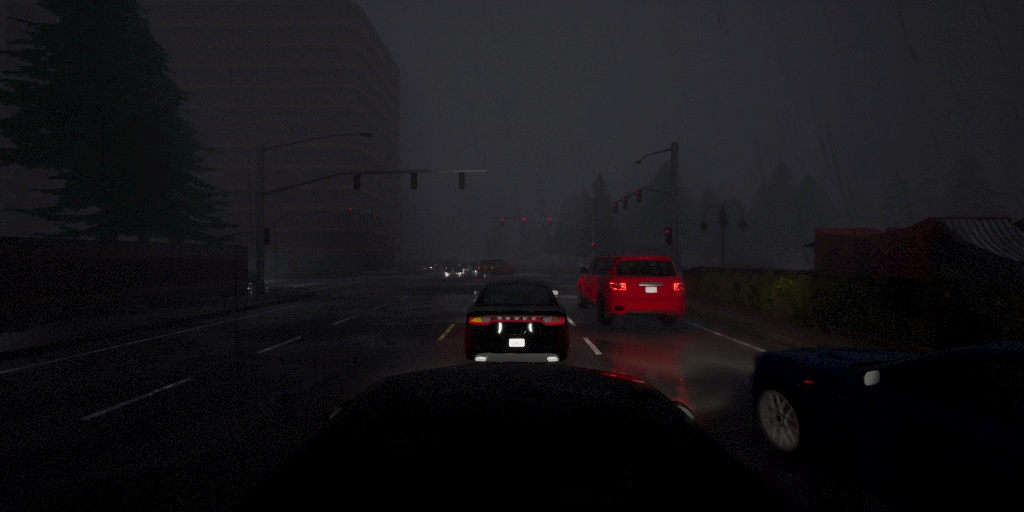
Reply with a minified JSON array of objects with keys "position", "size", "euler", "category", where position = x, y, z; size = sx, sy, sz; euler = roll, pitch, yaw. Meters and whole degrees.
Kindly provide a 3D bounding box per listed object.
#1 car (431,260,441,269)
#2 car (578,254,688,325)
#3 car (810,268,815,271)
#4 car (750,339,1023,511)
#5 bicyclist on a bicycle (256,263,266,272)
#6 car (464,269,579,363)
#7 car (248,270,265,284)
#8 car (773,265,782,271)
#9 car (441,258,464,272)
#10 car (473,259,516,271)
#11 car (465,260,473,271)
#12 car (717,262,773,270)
[{"position":[-10.575,1.293,55.933],"size":[2.033,1.411,5.357],"euler":[0,0,-26],"category":"car"},{"position":[3.639,0.971,11.985],"size":[2.150,2.045,5.566],"euler":[0,0,1],"category":"car"},{"position":[29.118,1.294,31.706],"size":[4.902,1.511,2.128],"euler":[0,0,1],"category":"car"},{"position":[3.599,1.228,2.007],"size":[1.882,1.535,5.008],"euler":[0,0,0],"category":"car"},{"position":[-28.519,1.103,40.704],"size":[0.582,1.620,1.656],"euler":[0,0,1],"category":"bicyclist on a bicycle"},{"position":[0.096,1.227,8.170],"size":[1.882,1.535,5.008],"euler":[0,0,0],"category":"car"},{"position":[-20.135,1.281,25.115],"size":[5.008,1.535,1.882],"euler":[0,0,1],"category":"car"},{"position":[23.962,1.328,35.256],"size":[4.674,1.442,1.812],"euler":[0,0,1],"category":"car"},{"position":[-7.795,1.098,46.878],"size":[2.097,1.767,4.553],"euler":[0,0,-13],"category":"car"},{"position":[-1.454,1.129,36.086],"size":[2.097,1.767,4.553],"euler":[0,0,31],"category":"car"},{"position":[-4.886,1.310,50.464],"size":[1.994,1.385,4.181],"euler":[0,0,-18],"category":"car"},{"position":[19.512,1.350,31.826],"size":[5.357,1.411,2.033],"euler":[0,0,1],"category":"car"}]
